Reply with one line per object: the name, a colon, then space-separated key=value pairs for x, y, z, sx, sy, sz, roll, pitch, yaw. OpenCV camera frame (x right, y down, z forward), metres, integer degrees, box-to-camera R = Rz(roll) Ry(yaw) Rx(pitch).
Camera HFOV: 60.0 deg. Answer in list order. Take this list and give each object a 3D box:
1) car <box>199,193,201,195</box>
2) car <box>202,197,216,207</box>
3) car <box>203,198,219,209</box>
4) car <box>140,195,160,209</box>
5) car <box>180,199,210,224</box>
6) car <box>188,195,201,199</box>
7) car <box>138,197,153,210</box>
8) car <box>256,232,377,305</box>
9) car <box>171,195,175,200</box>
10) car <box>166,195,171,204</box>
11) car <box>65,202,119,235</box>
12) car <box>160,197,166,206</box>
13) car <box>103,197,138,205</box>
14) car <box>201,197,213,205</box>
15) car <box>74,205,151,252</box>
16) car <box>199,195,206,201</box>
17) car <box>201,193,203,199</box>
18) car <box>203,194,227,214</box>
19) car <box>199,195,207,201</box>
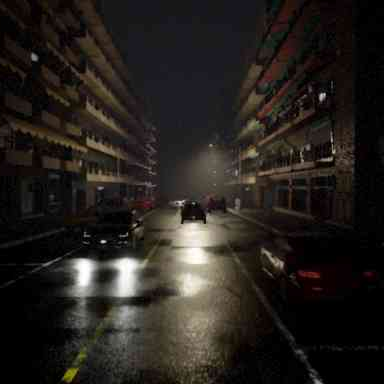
car: x=2.681 y=1.553 z=75.791 sx=1.947 sy=1.339 sz=4.313 roll=-1 pitch=0 yaw=0
car: x=2.646 y=1.546 z=53.134 sx=1.887 sy=1.381 sz=4.507 roll=-1 pitch=0 yaw=0
car: x=2.646 y=1.569 z=47.469 sx=1.947 sy=1.339 sz=4.313 roll=-1 pitch=0 yaw=0
car: x=-5.705 y=1.319 z=41.744 sx=2.192 sy=1.841 sz=5.009 roll=-1 pitch=0 yaw=0
car: x=0.105 y=1.531 z=24.801 sx=1.812 sy=1.442 sz=4.674 roll=0 pitch=0 yaw=0
car: x=0.100 y=1.508 z=44.158 sx=1.837 sy=1.490 sz=4.892 roll=0 pitch=0 yaw=0
car: x=-5.702 y=1.550 z=36.081 sx=1.887 sy=1.381 sz=4.507 roll=-1 pitch=0 yaw=0
car: x=2.646 y=1.584 z=7.818 sx=1.802 sy=1.307 sz=4.206 roll=-1 pitch=0 yaw=0
car: x=-5.701 y=1.521 z=92.729 sx=2.008 sy=1.369 sz=4.403 roll=-1 pitch=0 yaw=0
car: x=-5.701 y=1.559 z=64.405 sx=1.947 sy=1.339 sz=4.313 roll=-1 pitch=0 yaw=0
car: x=-5.703 y=1.529 z=18.916 sx=1.752 sy=1.417 sz=4.829 roll=-1 pitch=0 yaw=0
car: x=-5.701 y=1.545 z=53.074 sx=1.887 sy=1.381 sz=4.507 roll=-1 pitch=0 yaw=0
car: x=-5.706 y=1.320 z=24.751 sx=2.192 sy=1.841 sz=5.009 roll=-1 pitch=0 yaw=0
car: x=2.652 y=1.564 z=58.797 sx=1.947 sy=1.339 sz=4.313 roll=-1 pitch=0 yaw=0
car: x=-3.099 y=1.510 z=14.052 sx=1.837 sy=1.490 sz=4.892 roll=0 pitch=-1 yaw=0
car: x=2.680 y=1.559 z=87.120 sx=1.802 sy=1.307 sz=4.206 roll=-1 pitch=0 yaw=0
car: x=2.641 y=1.320 z=41.805 sx=2.192 sy=1.841 sz=5.009 roll=-1 pitch=0 yaw=0
car: x=2.641 y=1.321 z=36.139 sx=2.192 sy=1.841 sz=5.009 roll=-1 pitch=0 yaw=0
car: x=2.679 y=1.533 z=81.456 sx=2.008 sy=1.369 sz=4.403 roll=-1 pitch=0 yaw=0
